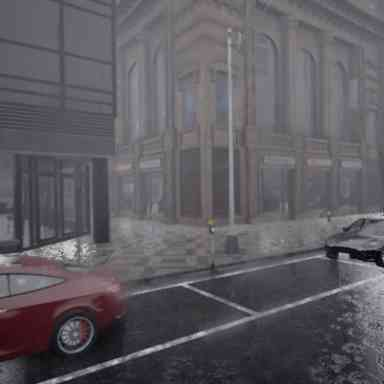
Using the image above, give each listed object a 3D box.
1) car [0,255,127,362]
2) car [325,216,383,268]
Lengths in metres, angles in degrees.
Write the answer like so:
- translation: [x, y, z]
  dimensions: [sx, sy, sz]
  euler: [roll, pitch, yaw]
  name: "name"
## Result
- translation: [-2.961, 1.582, 4.429]
  dimensions: [4.206, 1.307, 1.802]
  euler: [-1, 0, -35]
  name: "car"
- translation: [6.200, 1.475, 10.958]
  dimensions: [4.313, 1.339, 1.947]
  euler: [-1, 0, -35]
  name: "car"
